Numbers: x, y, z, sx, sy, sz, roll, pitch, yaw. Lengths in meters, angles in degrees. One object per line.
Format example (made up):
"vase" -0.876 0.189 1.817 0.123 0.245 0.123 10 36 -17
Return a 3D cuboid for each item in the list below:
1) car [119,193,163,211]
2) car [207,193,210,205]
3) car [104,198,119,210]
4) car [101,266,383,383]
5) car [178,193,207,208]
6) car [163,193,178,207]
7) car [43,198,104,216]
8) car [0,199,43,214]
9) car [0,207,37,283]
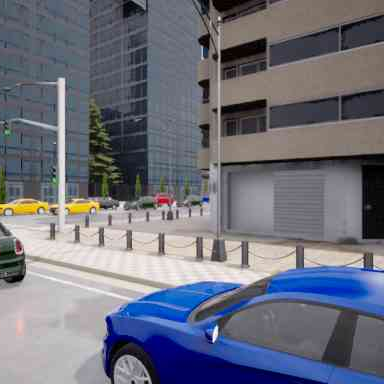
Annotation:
"car" -6.111 1.296 40.092 2.097 1.767 4.553 0 0 36
"car" 1.260 1.168 56.175 2.150 2.045 5.566 0 0 36
"car" -10.823 1.436 39.554 2.128 1.511 4.902 0 0 36
"car" 1.254 1.478 3.097 5.008 1.535 1.882 0 0 36
"car" -0.300 1.296 48.098 2.097 1.767 4.553 0 0 36
"car" -4.908 1.166 47.716 2.150 2.045 5.566 0 0 35
"car" -11.484 1.422 32.675 1.882 1.535 5.008 0 0 36
"car" -16.340 1.422 31.948 1.882 1.535 5.008 0 0 36
"car" -6.240 1.352 8.441 4.553 1.767 2.097 0 0 36
